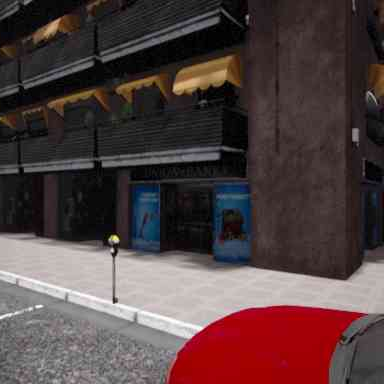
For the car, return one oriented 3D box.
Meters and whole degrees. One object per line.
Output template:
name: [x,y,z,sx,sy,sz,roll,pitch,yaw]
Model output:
car: [2.046,1.315,1.420,5.009,1.841,2.192,0,0,35]
